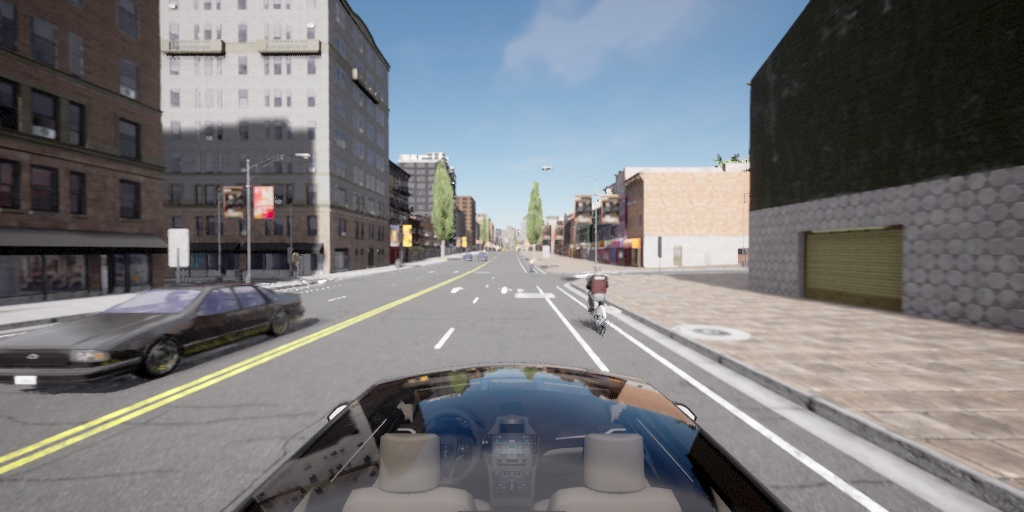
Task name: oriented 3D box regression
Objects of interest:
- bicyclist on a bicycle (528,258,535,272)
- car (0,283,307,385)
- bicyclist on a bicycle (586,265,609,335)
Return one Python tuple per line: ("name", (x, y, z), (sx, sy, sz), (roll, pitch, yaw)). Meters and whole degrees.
("bicyclist on a bicycle", (2.264, 1.060, 40.926), (0.866, 1.612, 1.509), (0, 1, 0))
("car", (-6.592, 1.295, 7.520), (2.033, 1.411, 5.357), (0, 0, 0))
("bicyclist on a bicycle", (2.250, 1.114, 9.599), (0.659, 1.776, 1.843), (0, 0, 0))
